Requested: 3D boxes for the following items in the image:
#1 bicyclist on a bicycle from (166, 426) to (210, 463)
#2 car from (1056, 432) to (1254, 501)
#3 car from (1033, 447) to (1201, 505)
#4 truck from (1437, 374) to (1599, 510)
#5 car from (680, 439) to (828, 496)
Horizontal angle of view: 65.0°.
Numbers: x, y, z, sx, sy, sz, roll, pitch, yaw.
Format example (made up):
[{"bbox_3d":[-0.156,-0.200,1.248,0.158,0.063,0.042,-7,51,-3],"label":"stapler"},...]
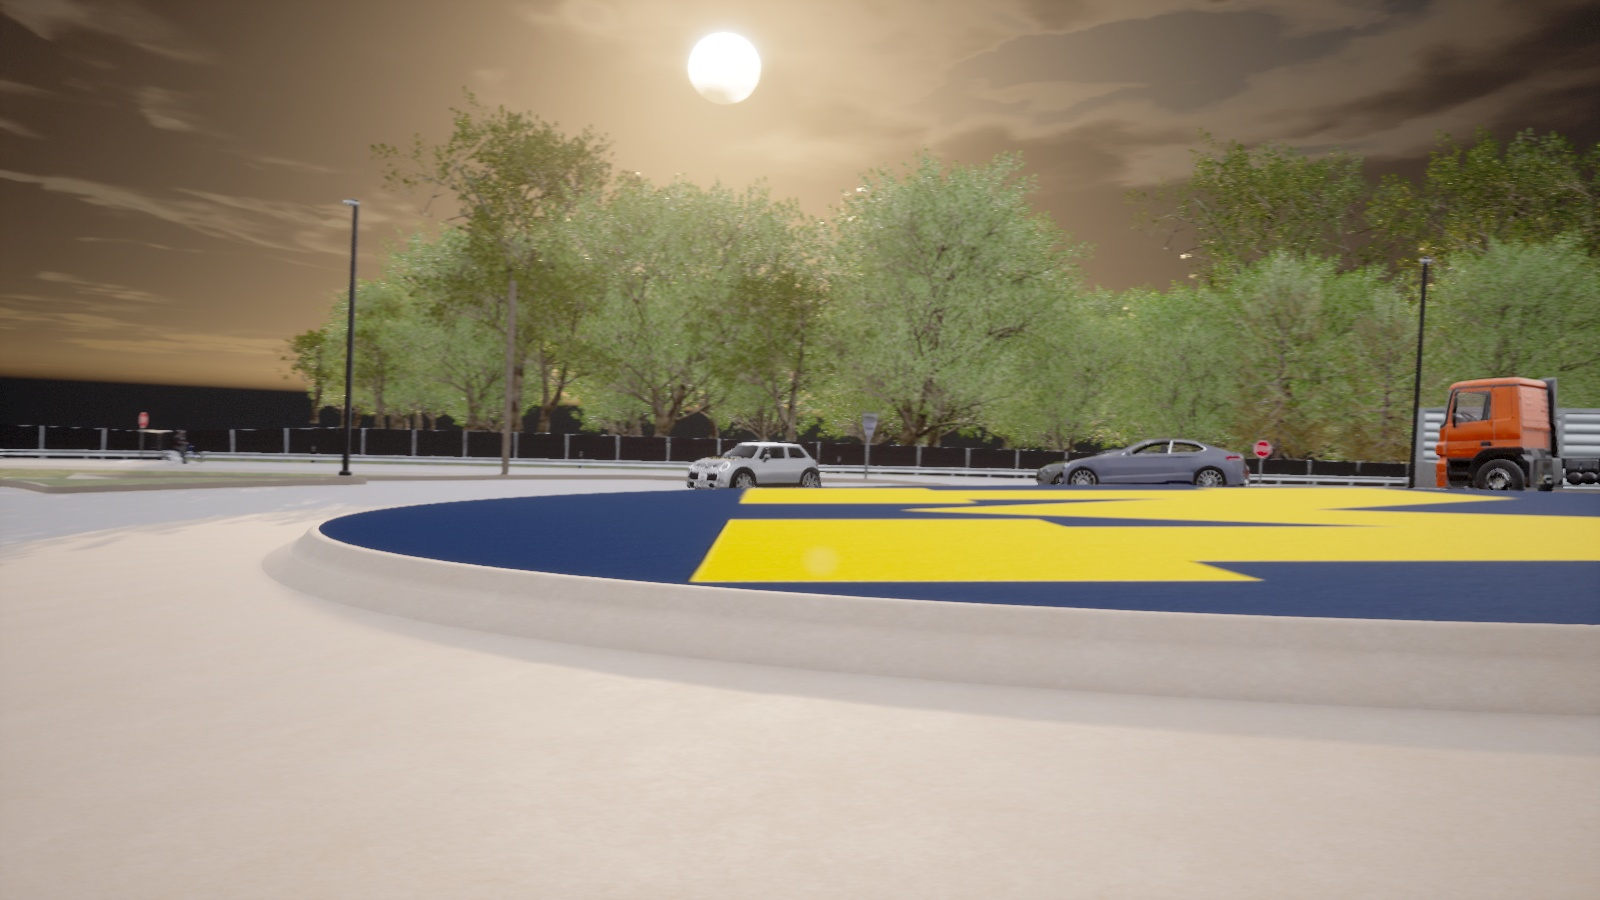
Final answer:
[{"bbox_3d":[-30.466,-0.296,62.516,1.843,1.776,0.659,1,2,-5],"label":"bicyclist on a bicycle"},{"bbox_3d":[9.748,0.464,34.389,5.027,1.651,2.152,0,-5,21],"label":"car"},{"bbox_3d":[9.876,0.769,39.143,4.902,1.511,2.128,2,1,17],"label":"car"},{"bbox_3d":[21.460,-0.179,32.966,2.891,3.462,7.936,2,-2,-42],"label":"truck"},{"bbox_3d":[-1.282,0.489,35.885,3.806,1.475,1.970,1,2,-42],"label":"car"}]
